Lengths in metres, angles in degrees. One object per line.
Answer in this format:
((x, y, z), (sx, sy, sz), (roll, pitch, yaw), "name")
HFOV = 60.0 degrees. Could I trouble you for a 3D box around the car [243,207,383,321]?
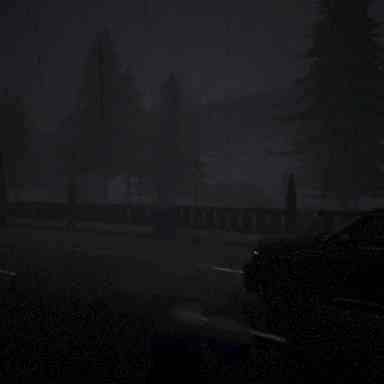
((3.673, 1.218, 5.613), (5.566, 2.045, 2.150), (1, 0, 35), "car")
